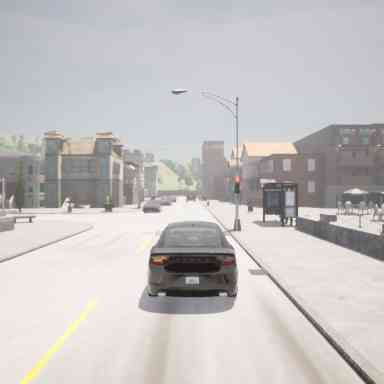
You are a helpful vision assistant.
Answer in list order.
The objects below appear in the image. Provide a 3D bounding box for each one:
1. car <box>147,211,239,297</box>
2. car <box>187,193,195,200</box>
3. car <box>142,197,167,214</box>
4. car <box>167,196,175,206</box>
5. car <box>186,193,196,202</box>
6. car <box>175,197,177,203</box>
[{"bbox_3d":[0.027,1.478,8.613,1.882,1.535,5.008,0,0,0],"label":"car"},{"bbox_3d":[-0.239,1.187,87.100,2.097,1.767,4.553,0,0,0],"label":"car"},{"bbox_3d":[-4.198,1.547,36.150,2.033,1.411,5.357,0,0,0],"label":"car"},{"bbox_3d":[-4.239,1.547,53.677,2.033,1.411,5.357,0,0,0],"label":"car"},{"bbox_3d":[-0.210,1.217,76.739,2.150,2.045,5.566,0,0,0],"label":"car"},{"bbox_3d":[-4.190,1.494,69.474,2.128,1.511,4.902,0,0,0],"label":"car"}]
